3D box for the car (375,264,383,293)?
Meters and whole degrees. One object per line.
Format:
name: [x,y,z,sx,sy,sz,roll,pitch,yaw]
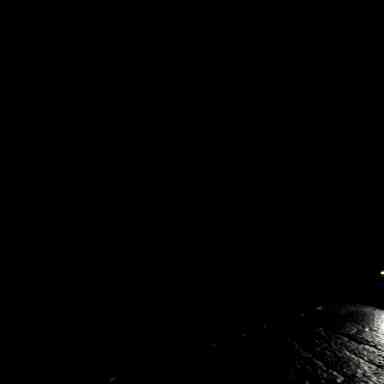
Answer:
car: [6.341,1.552,7.592,5.357,1.411,2.033,0,0,-35]
